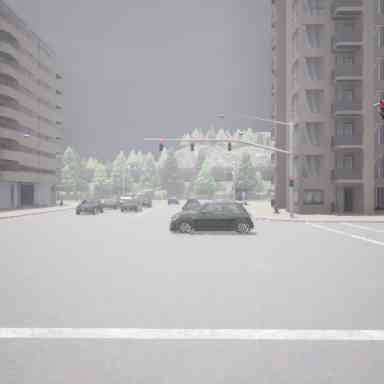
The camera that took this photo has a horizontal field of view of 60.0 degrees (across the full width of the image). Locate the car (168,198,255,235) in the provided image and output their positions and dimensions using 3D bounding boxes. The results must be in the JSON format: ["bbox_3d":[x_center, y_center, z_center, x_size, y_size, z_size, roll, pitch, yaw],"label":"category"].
[{"bbox_3d":[1.056,1.352,18.314,4.553,1.767,2.097,0,0,1],"label":"car"}]

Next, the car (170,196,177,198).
[{"bbox_3d":[-3.369,1.526,60.049,1.812,1.442,4.674,0,0,0],"label":"car"}]

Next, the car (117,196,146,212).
[{"bbox_3d":[-6.988,1.505,38.691,1.837,1.490,4.892,0,0,0],"label":"car"}]

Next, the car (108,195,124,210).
[{"bbox_3d":[-10.486,1.526,43.754,1.812,1.442,4.674,0,0,0],"label":"car"}]

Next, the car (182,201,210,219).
[{"bbox_3d":[0.261,1.564,30.256,1.994,1.385,4.181,0,0,-7],"label":"car"}]

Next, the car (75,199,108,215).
[{"bbox_3d":[-10.511,1.505,34.503,1.837,1.490,4.892,0,0,0],"label":"car"}]

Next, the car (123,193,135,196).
[{"bbox_3d":[-10.435,1.221,54.451,2.150,2.045,5.566,0,0,1],"label":"car"}]

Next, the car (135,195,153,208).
[{"bbox_3d":[-6.952,1.564,48.634,1.994,1.385,4.181,0,0,1],"label":"car"}]
